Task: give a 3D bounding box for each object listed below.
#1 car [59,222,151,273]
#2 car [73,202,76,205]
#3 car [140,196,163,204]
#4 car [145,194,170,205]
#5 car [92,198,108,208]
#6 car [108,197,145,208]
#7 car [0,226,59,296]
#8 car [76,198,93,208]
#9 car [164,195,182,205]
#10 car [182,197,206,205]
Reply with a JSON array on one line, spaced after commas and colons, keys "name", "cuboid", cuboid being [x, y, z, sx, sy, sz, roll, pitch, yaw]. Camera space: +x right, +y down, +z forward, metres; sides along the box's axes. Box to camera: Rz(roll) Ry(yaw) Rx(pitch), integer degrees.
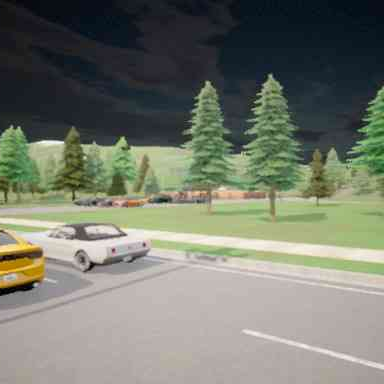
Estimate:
[{"name": "car", "cuboid": [-3.670, 1.643, 10.853, 4.718, 1.301, 1.895, 0, 0, 35]}, {"name": "car", "cuboid": [-17.591, 1.767, 57.019, 2.033, 1.411, 5.357, 0, 0, 36]}, {"name": "car", "cuboid": [-8.398, 1.690, 69.623, 1.882, 1.535, 5.008, 0, 0, 36]}, {"name": "car", "cuboid": [-6.436, 1.426, 66.396, 2.150, 2.045, 5.566, 0, 0, 36]}, {"name": "car", "cuboid": [-12.668, 1.712, 51.922, 1.812, 1.442, 4.674, 0, 0, 36]}, {"name": "car", "cuboid": [-9.752, 1.522, 49.986, 2.097, 1.767, 4.553, 0, 0, 36]}, {"name": "car", "cuboid": [-5.530, 1.519, 7.881, 5.008, 1.535, 1.882, 0, 0, 35]}, {"name": "car", "cuboid": [-15.620, 1.707, 53.801, 1.837, 1.490, 4.892, 0, 0, 36]}, {"name": "car", "cuboid": [-2.894, 1.747, 65.336, 1.994, 1.385, 4.181, 0, 0, 36]}, {"name": "car", "cuboid": [0.763, 1.676, 64.426, 1.837, 1.490, 4.892, 0, 0, 36]}]
